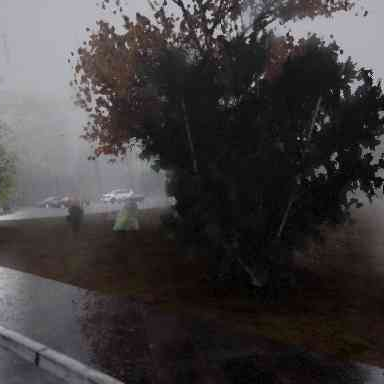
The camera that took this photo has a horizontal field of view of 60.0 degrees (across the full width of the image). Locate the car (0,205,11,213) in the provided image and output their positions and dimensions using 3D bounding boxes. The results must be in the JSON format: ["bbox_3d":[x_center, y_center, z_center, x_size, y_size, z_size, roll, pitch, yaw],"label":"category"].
[{"bbox_3d":[-21.710,1.639,34.668,1.895,1.301,4.718,0,1,39],"label":"car"}]

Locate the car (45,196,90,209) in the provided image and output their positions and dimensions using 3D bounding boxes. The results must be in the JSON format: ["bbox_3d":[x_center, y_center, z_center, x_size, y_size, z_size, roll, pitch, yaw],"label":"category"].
[{"bbox_3d":[-15.498,1.299,42.403,1.882,1.535,5.008,0,2,39],"label":"car"}]

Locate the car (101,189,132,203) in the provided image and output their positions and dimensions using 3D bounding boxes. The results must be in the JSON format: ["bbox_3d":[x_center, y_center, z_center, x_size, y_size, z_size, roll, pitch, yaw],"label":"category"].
[{"bbox_3d":[-11.723,0.651,52.674,2.150,2.045,5.566,0,3,39],"label":"car"}]

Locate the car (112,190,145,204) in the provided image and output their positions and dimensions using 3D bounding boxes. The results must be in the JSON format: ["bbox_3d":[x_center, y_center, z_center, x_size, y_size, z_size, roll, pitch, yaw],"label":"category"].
[{"bbox_3d":[-9.172,0.958,50.270,1.812,1.442,4.674,0,3,39],"label":"car"}]

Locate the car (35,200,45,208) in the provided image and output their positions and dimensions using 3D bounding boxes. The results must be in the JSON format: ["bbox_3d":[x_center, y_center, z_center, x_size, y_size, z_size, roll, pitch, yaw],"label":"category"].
[{"bbox_3d":[-18.355,1.343,44.435,1.837,1.490,4.892,0,2,39],"label":"car"}]
